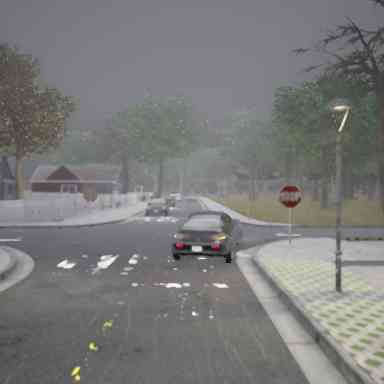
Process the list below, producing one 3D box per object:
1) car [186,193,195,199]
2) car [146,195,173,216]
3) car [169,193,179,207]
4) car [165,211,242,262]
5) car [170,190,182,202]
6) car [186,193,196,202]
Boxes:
[{"bbox_3d":[-0.281,0.832,71.336,1.994,1.385,4.181,0,0,0],"label":"car"},{"bbox_3d":[-2.949,1.241,29.300,1.812,1.442,4.674,0,1,-1],"label":"car"},{"bbox_3d":[-3.012,1.188,41.409,1.994,1.385,4.181,0,1,0],"label":"car"},{"bbox_3d":[0.638,1.392,11.654,1.812,1.442,4.674,0,1,12],"label":"car"},{"bbox_3d":[-3.012,0.733,60.693,2.150,2.045,5.566,0,0,0],"label":"car"},{"bbox_3d":[-0.188,1.105,61.268,1.895,1.301,4.718,0,0,0],"label":"car"}]
